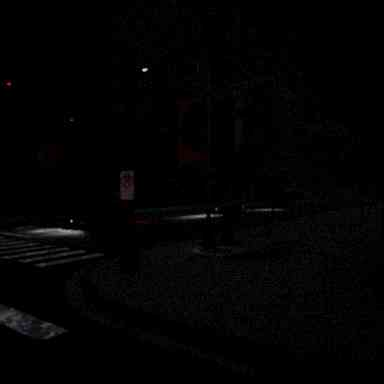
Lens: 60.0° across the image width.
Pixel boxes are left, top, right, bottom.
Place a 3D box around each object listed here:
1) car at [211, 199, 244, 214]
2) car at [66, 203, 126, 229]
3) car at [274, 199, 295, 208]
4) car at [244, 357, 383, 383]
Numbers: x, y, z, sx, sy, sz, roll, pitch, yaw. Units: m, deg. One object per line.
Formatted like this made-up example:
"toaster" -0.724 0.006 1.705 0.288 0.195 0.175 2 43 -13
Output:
"car" 3.948 1.537 36.302 2.128 1.511 4.902 0 0 35
"car" -6.021 1.517 22.261 1.837 1.490 4.892 0 0 32
"car" 13.947 1.695 50.268 1.895 1.301 4.718 0 0 35
"car" 2.087 1.551 1.356 4.403 1.369 2.008 0 0 36
